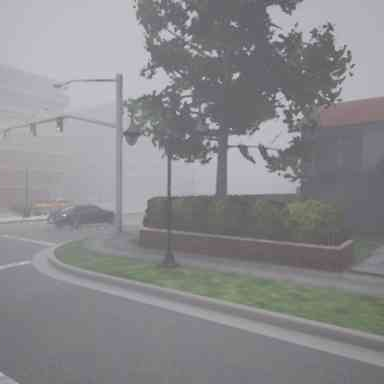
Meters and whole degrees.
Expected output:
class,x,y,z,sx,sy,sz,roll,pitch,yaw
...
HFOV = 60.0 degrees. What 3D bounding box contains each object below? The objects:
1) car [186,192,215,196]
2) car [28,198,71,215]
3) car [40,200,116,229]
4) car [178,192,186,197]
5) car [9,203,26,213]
class,x,y,z,sx,sy,sz,roll,pitch,yaw
car,1.908,1.109,52.612,2.150,2.045,5.566,0,0,36
car,-12.914,1.364,32.198,1.882,1.535,5.008,0,0,36
car,-6.717,1.460,20.981,1.812,1.442,4.674,0,0,36
car,-0.922,1.096,54.669,2.150,2.045,5.566,0,0,36
car,-15.750,1.420,34.250,2.033,1.411,5.357,0,0,36
